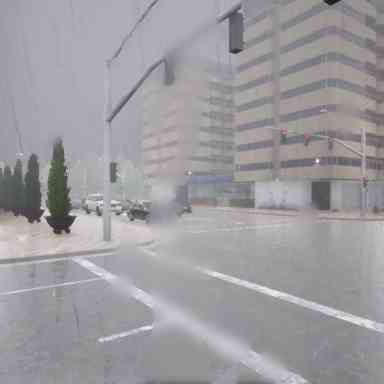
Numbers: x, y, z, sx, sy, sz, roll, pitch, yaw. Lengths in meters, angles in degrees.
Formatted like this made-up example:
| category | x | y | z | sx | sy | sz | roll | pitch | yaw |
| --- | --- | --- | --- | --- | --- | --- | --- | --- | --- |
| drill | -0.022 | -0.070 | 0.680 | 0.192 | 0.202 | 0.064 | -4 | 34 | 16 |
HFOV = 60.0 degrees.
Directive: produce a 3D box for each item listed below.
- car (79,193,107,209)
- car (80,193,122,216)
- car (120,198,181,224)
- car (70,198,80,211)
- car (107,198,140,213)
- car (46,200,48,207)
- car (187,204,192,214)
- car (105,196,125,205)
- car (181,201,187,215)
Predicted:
| category | x | y | z | sx | sy | sz | roll | pitch | yaw |
| --- | --- | --- | --- | --- | --- | --- | --- | --- | --- |
| car | -13.708 | 1.221 | 45.944 | 2.150 | 2.045 | 5.566 | 0 | 0 | -34 |
| car | -8.847 | 1.222 | 32.827 | 2.150 | 2.045 | 5.566 | 0 | 0 | -35 |
| car | -3.197 | 1.491 | 24.737 | 2.128 | 1.511 | 4.902 | 0 | 0 | -35 |
| car | -14.458 | 1.526 | 40.857 | 1.812 | 1.442 | 4.674 | 0 | 0 | -35 |
| car | -7.810 | 1.505 | 37.460 | 1.837 | 1.490 | 4.892 | 0 | 0 | -35 |
| car | -20.423 | 1.478 | 49.487 | 1.882 | 1.535 | 5.008 | 0 | 0 | -34 |
| car | -1.825 | 1.564 | 35.346 | 1.994 | 1.385 | 4.181 | 0 | 0 | -35 |
| car | -13.593 | 1.526 | 58.306 | 1.812 | 1.442 | 4.674 | 0 | 0 | -35 |
| car | -2.711 | 1.526 | 30.156 | 1.812 | 1.442 | 4.674 | 0 | 0 | -35 |
